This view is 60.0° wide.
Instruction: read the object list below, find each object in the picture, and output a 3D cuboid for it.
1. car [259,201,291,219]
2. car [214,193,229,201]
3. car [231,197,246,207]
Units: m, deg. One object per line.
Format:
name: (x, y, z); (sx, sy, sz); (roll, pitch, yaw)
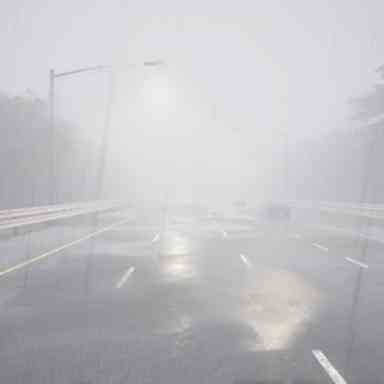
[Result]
car: (7.040, 1.505, 28.574); (1.837, 1.490, 4.892); (0, 0, 0)
car: (7.303, 1.302, 81.390); (2.097, 1.767, 4.553); (0, 0, 0)
car: (7.134, 1.530, 51.298); (2.033, 1.411, 5.357); (0, 0, 0)
